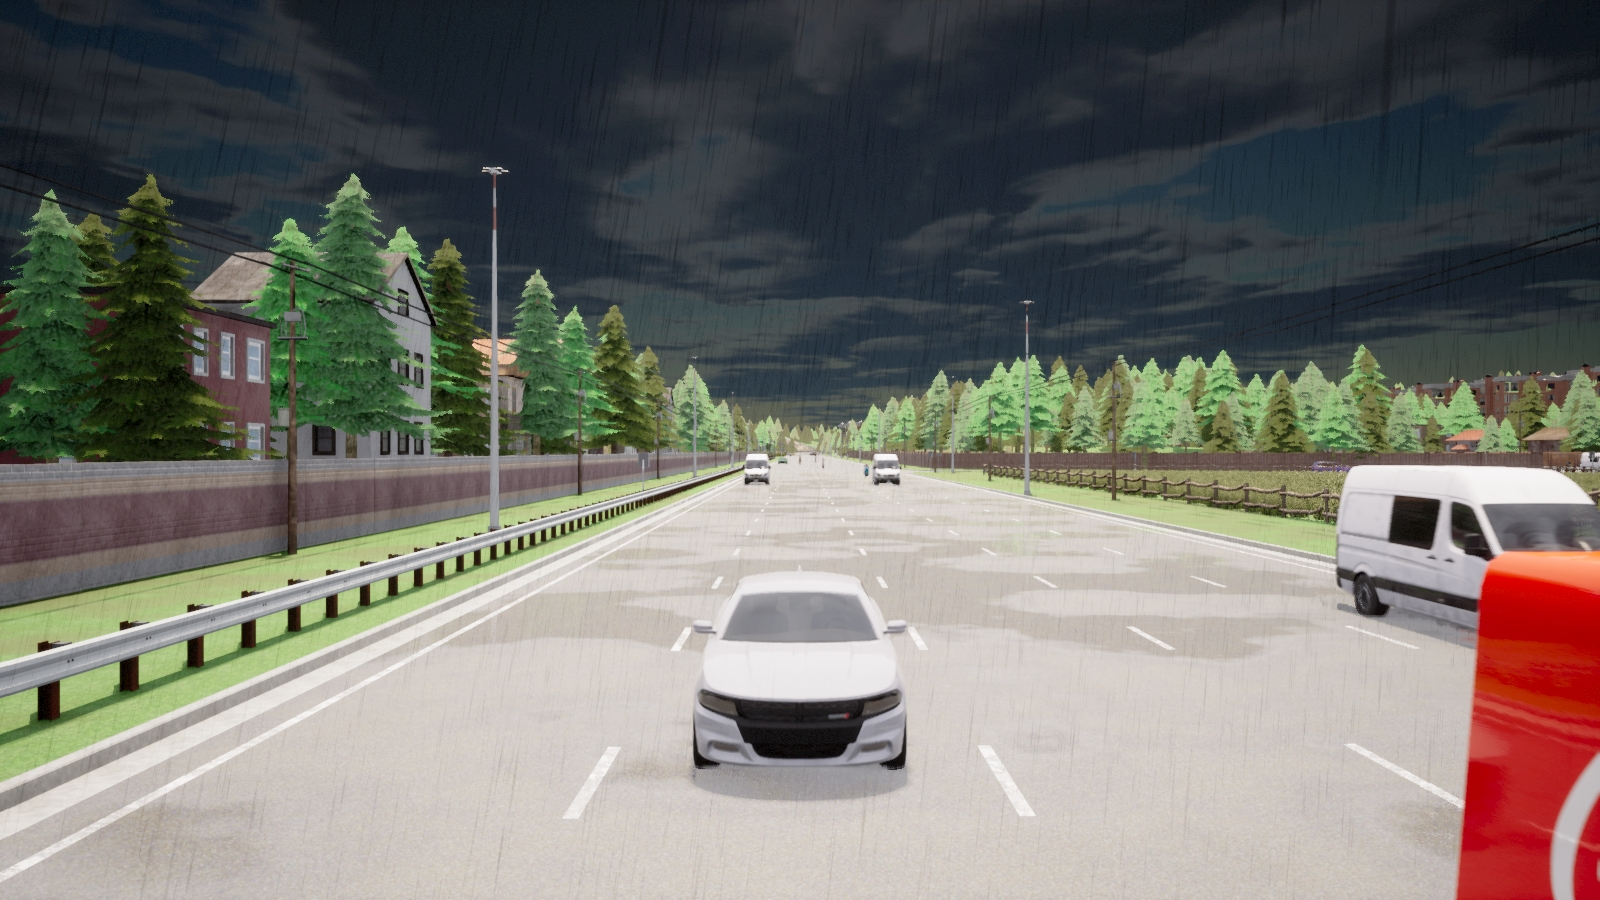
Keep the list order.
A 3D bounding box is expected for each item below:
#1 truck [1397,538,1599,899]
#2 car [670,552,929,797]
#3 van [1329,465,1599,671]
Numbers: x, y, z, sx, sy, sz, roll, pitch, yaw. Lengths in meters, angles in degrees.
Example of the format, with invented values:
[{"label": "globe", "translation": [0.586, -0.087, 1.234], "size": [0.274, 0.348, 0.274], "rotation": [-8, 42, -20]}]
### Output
[{"label": "truck", "translation": [3.620, 1.573, 1.902], "size": [2.627, 2.467, 5.204], "rotation": [0, 0, 1]}, {"label": "car", "translation": [-0.002, 2.043, 11.761], "size": [2.097, 1.535, 5.006], "rotation": [0, 0, 0]}, {"label": "van", "translation": [10.494, 1.546, 17.575], "size": [1.988, 2.561, 5.915], "rotation": [0, 0, 0]}]
